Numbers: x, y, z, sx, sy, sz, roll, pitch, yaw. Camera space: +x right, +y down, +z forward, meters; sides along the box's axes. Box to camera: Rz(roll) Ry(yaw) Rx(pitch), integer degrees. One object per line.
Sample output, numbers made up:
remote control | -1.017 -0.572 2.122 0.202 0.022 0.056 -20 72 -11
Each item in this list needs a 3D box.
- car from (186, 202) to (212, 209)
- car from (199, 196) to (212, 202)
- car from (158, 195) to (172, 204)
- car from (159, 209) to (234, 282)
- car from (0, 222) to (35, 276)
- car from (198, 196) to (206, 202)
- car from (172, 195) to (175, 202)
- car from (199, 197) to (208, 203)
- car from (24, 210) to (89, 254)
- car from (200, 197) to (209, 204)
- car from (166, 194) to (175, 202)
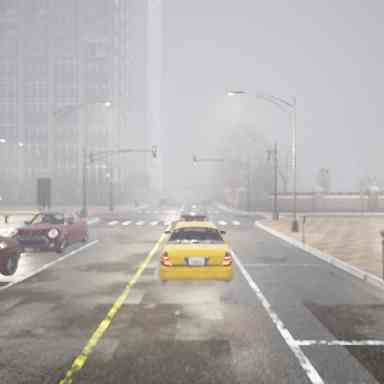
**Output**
car | 0.267 1.636 22.156 2.033 1.411 5.357 0 0 4
car | 2.758 1.791 62.610 1.947 1.339 4.313 0 0 0
car | -5.828 1.810 68.110 1.947 1.339 4.313 0 0 0
car | 0.101 1.500 9.827 1.801 1.575 5.366 0 0 0
car | -5.689 1.618 7.895 1.802 1.307 4.206 0 0 0
car | 2.701 1.843 90.407 1.887 1.381 4.507 0 0 0
car | -5.826 1.729 84.794 1.967 1.590 4.097 0 0 0
car | 2.699 1.827 79.285 2.008 1.369 4.403 0 0 0
car | -5.688 1.498 13.588 1.967 1.590 4.097 0 0 0
car | 2.699 1.806 73.725 1.887 1.381 4.507 0 0 0
car | -5.824 1.613 90.353 2.192 1.841 5.009 0 0 0
